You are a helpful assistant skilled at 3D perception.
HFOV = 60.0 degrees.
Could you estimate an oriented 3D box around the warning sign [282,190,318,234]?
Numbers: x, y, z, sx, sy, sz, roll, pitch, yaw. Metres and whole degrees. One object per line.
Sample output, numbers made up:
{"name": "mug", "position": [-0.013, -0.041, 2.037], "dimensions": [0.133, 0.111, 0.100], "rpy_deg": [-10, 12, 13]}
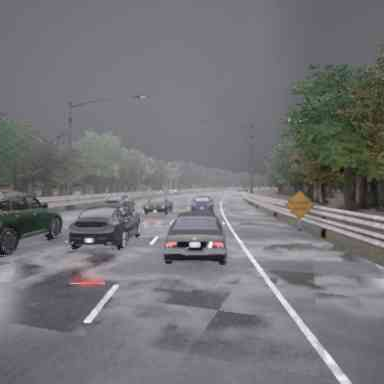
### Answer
{"name": "warning sign", "position": [4.776, 0.855, 14.793], "dimensions": [1.300, 1.860, 1.060], "rpy_deg": [0, 1, 2]}

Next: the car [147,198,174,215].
{"name": "car", "position": [-2.654, 1.137, 27.454], "dimensions": [1.895, 1.301, 4.718], "rpy_deg": [0, 1, 4]}

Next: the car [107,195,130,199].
{"name": "car", "position": [-6.105, 1.029, 28.241], "dimensions": [1.837, 1.490, 4.892], "rpy_deg": [0, 1, 4]}

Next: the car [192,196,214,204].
{"name": "car", "position": [0.937, 1.044, 28.640], "dimensions": [1.812, 1.442, 4.674], "rpy_deg": [0, 1, 4]}

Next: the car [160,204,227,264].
{"name": "car", "position": [0.154, 1.351, 11.008], "dimensions": [2.033, 1.411, 5.357], "rpy_deg": [0, 1, 2]}

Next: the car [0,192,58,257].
{"name": "car", "position": [-6.806, 1.006, 12.152], "dimensions": [2.150, 2.045, 5.566], "rpy_deg": [0, 1, 2]}

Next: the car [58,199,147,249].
{"name": "car", "position": [-3.259, 1.271, 13.245], "dimensions": [1.837, 1.490, 4.892], "rpy_deg": [0, 1, 2]}
